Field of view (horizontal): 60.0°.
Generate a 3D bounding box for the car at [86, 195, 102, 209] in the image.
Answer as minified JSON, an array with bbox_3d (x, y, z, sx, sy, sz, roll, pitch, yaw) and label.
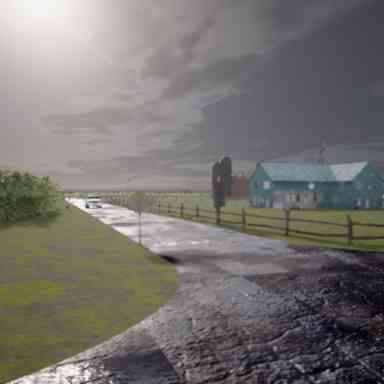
[{"bbox_3d":[-15.498,1.506,52.394,2.150,2.045,5.566,0,0,-22],"label":"car"}]
